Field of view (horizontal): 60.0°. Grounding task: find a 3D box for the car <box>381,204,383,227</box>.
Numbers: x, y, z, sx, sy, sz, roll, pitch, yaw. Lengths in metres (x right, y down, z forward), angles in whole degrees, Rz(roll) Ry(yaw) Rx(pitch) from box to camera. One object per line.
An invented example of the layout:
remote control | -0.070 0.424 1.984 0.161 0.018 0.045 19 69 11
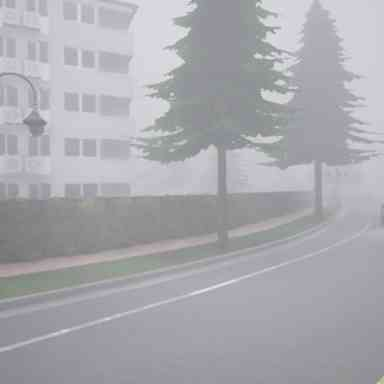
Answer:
car | 12.549 1.108 19.915 2.097 1.767 4.553 -1 0 30

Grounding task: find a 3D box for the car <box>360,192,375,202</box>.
car | 30.414 0.866 57.724 1.837 1.490 4.892 -1 1 22
